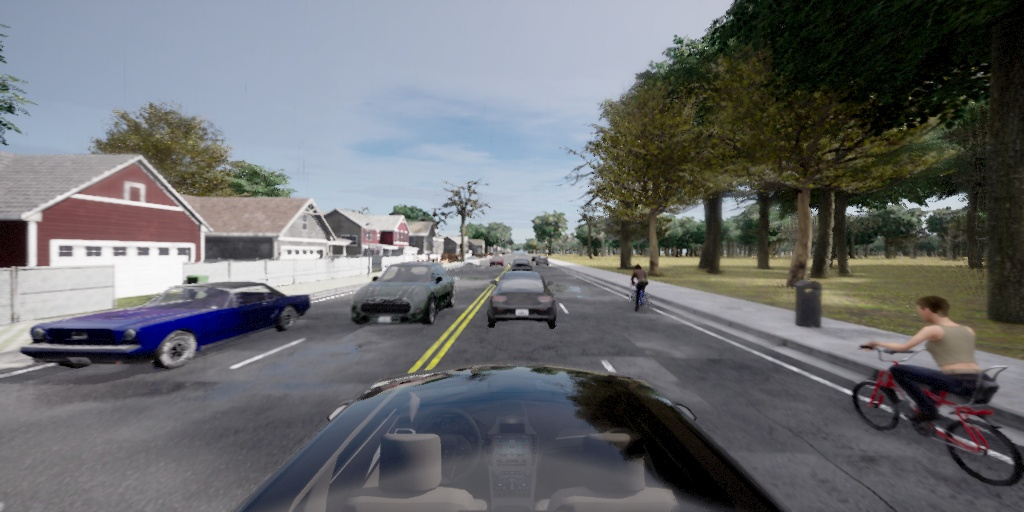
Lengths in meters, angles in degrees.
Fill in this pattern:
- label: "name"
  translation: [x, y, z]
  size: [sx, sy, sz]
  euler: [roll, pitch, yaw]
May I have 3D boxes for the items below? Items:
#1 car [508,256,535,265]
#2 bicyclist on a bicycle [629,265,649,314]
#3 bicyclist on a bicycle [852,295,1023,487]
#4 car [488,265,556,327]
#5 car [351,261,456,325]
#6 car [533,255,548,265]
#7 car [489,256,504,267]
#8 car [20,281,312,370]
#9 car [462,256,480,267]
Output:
- label: "car"
  translation: [0.768, 0.975, 30.386]
  size: [1.837, 1.490, 4.892]
  euler: [0, 1, 1]
- label: "bicyclist on a bicycle"
  translation: [4.381, 1.125, 12.340]
  size: [0.582, 1.620, 1.656]
  euler: [0, 0, 1]
- label: "bicyclist on a bicycle"
  translation: [4.182, 1.196, 3.655]
  size: [0.866, 1.612, 1.509]
  euler: [0, 1, 1]
- label: "car"
  translation: [0.301, 1.183, 10.984]
  size: [1.812, 1.442, 4.674]
  euler: [0, 1, 1]
- label: "car"
  translation: [-3.146, 0.983, 11.243]
  size: [2.097, 1.767, 4.553]
  euler: [0, 1, 1]
- label: "car"
  translation: [4.644, 0.730, 56.277]
  size: [2.128, 1.511, 4.902]
  euler: [0, 1, 1]
- label: "car"
  translation: [-2.147, 0.718, 51.535]
  size: [1.882, 1.535, 5.008]
  euler: [0, 1, 2]
- label: "car"
  translation: [-6.488, 1.245, 7.620]
  size: [1.895, 1.301, 4.718]
  euler: [0, 1, 1]
- label: "car"
  translation: [-5.464, 0.768, 49.049]
  size: [1.812, 1.442, 4.674]
  euler: [0, 1, 2]
